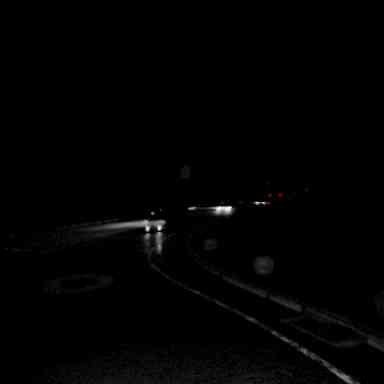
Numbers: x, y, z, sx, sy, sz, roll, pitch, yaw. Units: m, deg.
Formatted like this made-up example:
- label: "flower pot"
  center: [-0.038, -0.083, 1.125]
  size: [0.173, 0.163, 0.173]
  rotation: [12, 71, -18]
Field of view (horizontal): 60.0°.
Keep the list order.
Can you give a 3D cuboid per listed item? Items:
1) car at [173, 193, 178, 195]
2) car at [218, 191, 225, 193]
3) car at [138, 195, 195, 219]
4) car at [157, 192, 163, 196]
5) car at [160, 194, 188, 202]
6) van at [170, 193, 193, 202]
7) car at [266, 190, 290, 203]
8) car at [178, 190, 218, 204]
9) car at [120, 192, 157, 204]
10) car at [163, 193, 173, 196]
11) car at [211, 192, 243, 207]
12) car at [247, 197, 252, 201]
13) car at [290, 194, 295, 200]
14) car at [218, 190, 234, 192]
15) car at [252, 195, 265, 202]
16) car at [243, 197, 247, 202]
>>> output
- label: "car"
  center: [-4.823, 1.301, 65.591]
  size: [5.366, 1.575, 1.946]
  rotation: [-1, -1, 25]
- label: "car"
  center: [2.205, 1.040, 51.058]
  size: [5.008, 1.535, 2.097]
  rotation: [-1, -1, 24]
- label: "car"
  center: [-1.955, 1.317, 27.657]
  size: [2.128, 1.511, 4.902]
  rotation: [-1, 1, 25]
- label: "car"
  center: [-8.201, 1.235, 57.779]
  size: [4.892, 1.521, 2.231]
  rotation: [-1, -1, 24]
- label: "car"
  center: [-3.708, 1.337, 68.007]
  size: [5.366, 1.575, 1.946]
  rotation: [-1, -1, 25]
- label: "van"
  center: [-2.265, 1.153, 70.422]
  size: [4.442, 1.987, 1.878]
  rotation: [-1, -1, 25]
- label: "car"
  center: [13.952, 0.694, 53.851]
  size: [2.150, 2.045, 5.566]
  rotation: [-1, -1, 25]
- label: "car"
  center: [0.921, 0.906, 48.308]
  size: [4.553, 1.767, 2.185]
  rotation: [-1, -1, 24]
- label: "car"
  center: [-9.291, 0.975, 55.343]
  size: [5.566, 2.045, 2.435]
  rotation: [-1, -1, 25]
- label: "car"
  center: [-7.026, 0.995, 60.314]
  size: [5.566, 2.045, 2.435]
  rotation: [-1, -1, 24]
- label: "car"
  center: [4.426, 1.119, 41.311]
  size: [1.994, 1.385, 4.181]
  rotation: [-1, 0, 25]
- label: "car"
  center: [8.666, 1.176, 64.665]
  size: [5.366, 1.575, 1.946]
  rotation: [-1, -1, 25]
- label: "car"
  center: [18.354, 1.048, 63.255]
  size: [1.882, 1.535, 5.008]
  rotation: [-1, 0, 25]
- label: "car"
  center: [3.390, 0.798, 53.726]
  size: [5.566, 2.045, 2.435]
  rotation: [-1, -1, 25]
- label: "car"
  center: [12.767, 1.152, 58.979]
  size: [2.033, 1.411, 5.357]
  rotation: [-1, -1, 25]
- label: "car"
  center: [7.247, 1.011, 62.109]
  size: [4.553, 1.767, 2.185]
  rotation: [-1, -1, 25]
